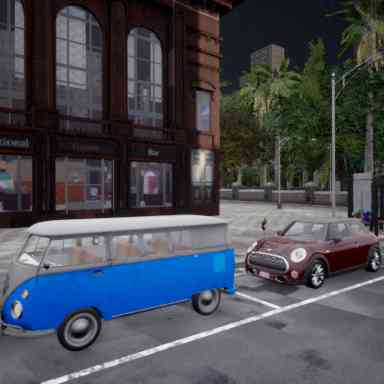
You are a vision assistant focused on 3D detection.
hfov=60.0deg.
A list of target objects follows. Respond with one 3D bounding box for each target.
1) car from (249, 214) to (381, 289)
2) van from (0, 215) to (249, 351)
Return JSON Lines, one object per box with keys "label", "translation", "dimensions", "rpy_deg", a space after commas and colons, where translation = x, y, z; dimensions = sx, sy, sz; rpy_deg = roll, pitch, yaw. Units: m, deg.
{"label": "car", "translation": [3.336, 1.439, 9.074], "dimensions": [4.097, 1.590, 1.967], "rpy_deg": [0, 0, -36]}
{"label": "van", "translation": [-1.065, 1.341, 5.900], "dimensions": [3.998, 1.788, 1.690], "rpy_deg": [0, 0, -36]}
